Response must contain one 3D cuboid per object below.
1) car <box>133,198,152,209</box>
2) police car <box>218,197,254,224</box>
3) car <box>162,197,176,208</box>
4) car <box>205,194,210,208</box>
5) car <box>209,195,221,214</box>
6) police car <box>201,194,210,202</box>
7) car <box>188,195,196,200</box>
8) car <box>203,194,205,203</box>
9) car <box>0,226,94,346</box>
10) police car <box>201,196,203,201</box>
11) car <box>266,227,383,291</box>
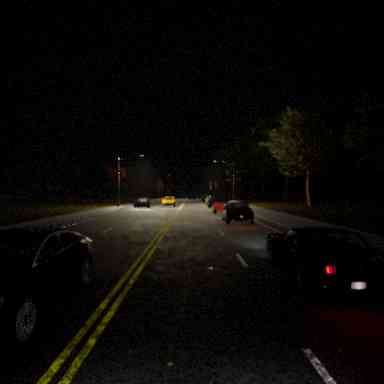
[{"bbox_3d":[-6.584,1.534,44.792,1.994,1.385,4.181,0,0,0],"label":"car"},{"bbox_3d":[3.250,1.398,24.373,1.930,1.638,5.238,0,0,0],"label":"police car"},{"bbox_3d":[-3.328,1.448,48.763,1.882,1.535,5.008,0,0,0],"label":"car"},{"bbox_3d":[3.251,1.322,46.236,2.097,1.767,4.553,0,0,0],"label":"car"},{"bbox_3d":[3.251,1.323,35.234,2.097,1.767,4.553,0,0,0],"label":"car"},{"bbox_3d":[3.252,1.404,79.381,1.930,1.638,5.238,0,0,0],"label":"police car"},{"bbox_3d":[0.003,1.367,87.871,2.033,1.411,5.357,0,0,0],"label":"car"},{"bbox_3d":[3.251,1.428,57.457,1.801,1.575,5.366,0,0,0],"label":"car"},{"bbox_3d":[-3.351,1.479,6.397,2.128,1.511,4.902,0,0,0],"label":"car"},{"bbox_3d":[3.252,1.400,68.379,1.930,1.638,5.238,0,0,0],"label":"police car"},{"bbox_3d":[3.350,1.585,8.894,1.895,1.301,4.718,0,0,0],"label":"car"}]
